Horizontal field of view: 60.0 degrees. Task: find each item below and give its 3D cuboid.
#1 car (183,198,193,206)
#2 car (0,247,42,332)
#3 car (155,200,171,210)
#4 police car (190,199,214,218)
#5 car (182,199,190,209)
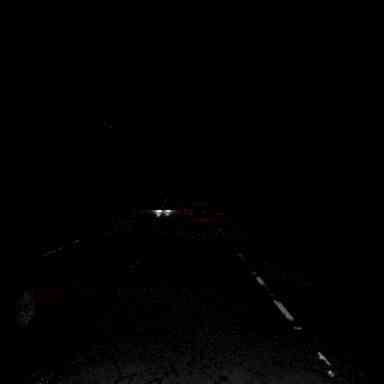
[{"bbox_3d":[-0.765,1.985,66.389,1.994,1.385,4.181,0,-1,-1],"label":"car"},{"bbox_3d":[-3.610,1.491,4.042,2.128,1.511,4.902,0,0,0],"label":"car"},{"bbox_3d":[-3.978,1.796,46.724,1.994,1.385,4.181,0,-1,-1],"label":"car"},{"bbox_3d":[1.038,1.547,31.937,1.930,1.638,5.238,0,0,-1],"label":"police car"},{"bbox_3d":[-0.450,1.758,51.011,2.128,1.511,4.902,0,-1,-1],"label":"car"}]
